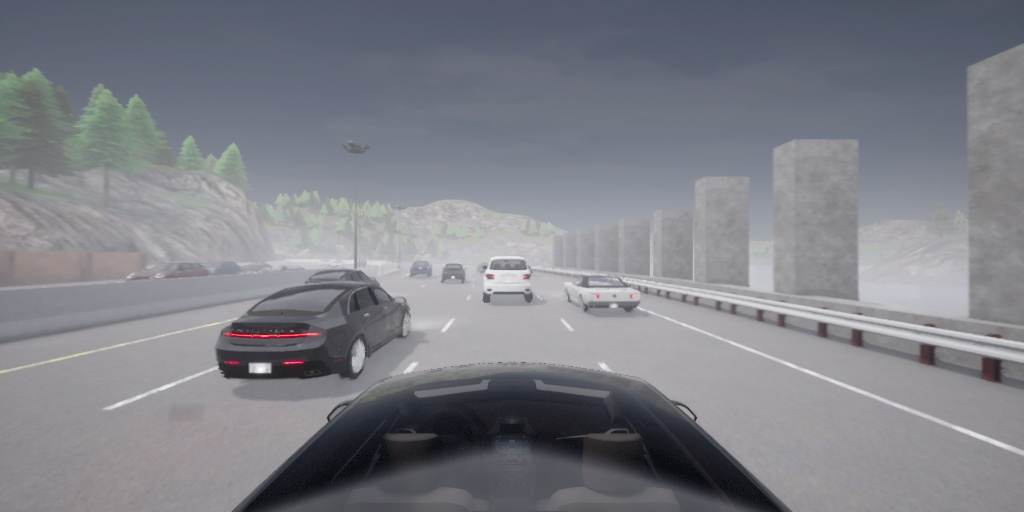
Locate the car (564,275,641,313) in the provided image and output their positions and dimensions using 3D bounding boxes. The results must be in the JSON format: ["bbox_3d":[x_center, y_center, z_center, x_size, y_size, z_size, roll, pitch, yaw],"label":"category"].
[{"bbox_3d":[3.383,1.416,14.441,1.895,1.301,4.718,0,0,-2],"label":"car"}]

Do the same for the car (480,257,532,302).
[{"bbox_3d":[-0.290,1.048,17.785,2.150,2.045,5.566,0,0,-3],"label":"car"}]

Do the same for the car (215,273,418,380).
[{"bbox_3d":[-3.470,1.278,7.305,1.837,1.490,4.892,0,0,-1],"label":"car"}]

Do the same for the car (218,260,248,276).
[{"bbox_3d":[-26.574,1.213,32.285,2.097,1.767,4.553,0,0,-7],"label":"car"}]

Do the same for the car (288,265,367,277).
[{"bbox_3d":[-7.200,1.311,15.393,1.837,1.490,4.892,1,0,-3],"label":"car"}]

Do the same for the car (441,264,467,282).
[{"bbox_3d":[-4.903,1.385,30.263,1.837,1.490,4.892,1,0,-7],"label":"car"}]

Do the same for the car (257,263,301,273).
[{"bbox_3d":[-19.261,1.463,30.706,1.895,1.301,4.718,0,0,-7],"label":"car"}]

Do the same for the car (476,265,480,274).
[{"bbox_3d":[-3.276,1.494,44.051,2.033,1.411,5.357,0,0,-13],"label":"car"}]

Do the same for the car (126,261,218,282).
[{"bbox_3d":[-22.014,1.173,23.220,2.097,1.767,4.553,0,0,-6],"label":"car"}]

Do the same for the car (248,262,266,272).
[{"bbox_3d":[-32.893,1.466,46.476,2.033,1.411,5.357,0,0,-13],"label":"car"}]

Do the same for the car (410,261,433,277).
[{"bbox_3d":[-9.681,1.263,38.503,2.097,1.767,4.553,0,0,-10],"label":"car"}]
